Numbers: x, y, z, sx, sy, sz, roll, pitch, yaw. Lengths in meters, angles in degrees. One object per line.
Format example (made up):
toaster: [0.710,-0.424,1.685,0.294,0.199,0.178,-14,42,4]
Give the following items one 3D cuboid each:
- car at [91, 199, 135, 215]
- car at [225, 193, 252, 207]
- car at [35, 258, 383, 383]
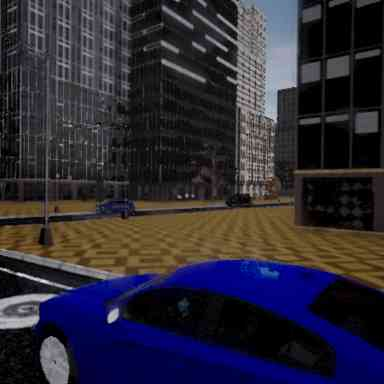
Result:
car: [-7.585,1.426,32.432,1.812,1.442,4.674,1,0,36]
car: [7.423,1.242,52.473,2.150,2.045,5.566,1,0,37]
car: [0.344,1.466,3.440,5.008,1.535,1.882,1,0,36]
